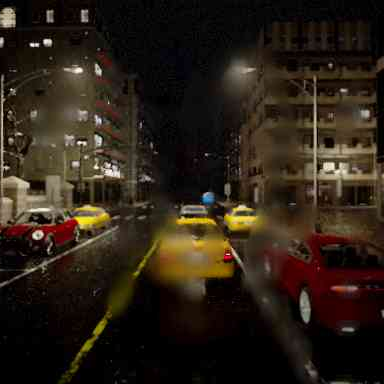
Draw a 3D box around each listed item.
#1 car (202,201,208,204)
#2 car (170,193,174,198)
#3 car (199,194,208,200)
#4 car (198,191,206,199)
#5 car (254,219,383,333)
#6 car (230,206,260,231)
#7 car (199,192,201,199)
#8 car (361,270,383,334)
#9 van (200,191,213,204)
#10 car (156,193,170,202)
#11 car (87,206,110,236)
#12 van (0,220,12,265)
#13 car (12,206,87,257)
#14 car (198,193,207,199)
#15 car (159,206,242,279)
[{"bbox_3d":[0.107,1.491,20.620,1.895,1.301,4.718,0,0,0],"label":"car"},{"bbox_3d":[-5.690,1.031,90.065,1.802,1.307,4.206,1,0,0],"label":"car"},{"bbox_3d":[2.692,1.079,78.666,2.008,1.369,4.403,1,0,0],"label":"car"},{"bbox_3d":[2.694,0.764,90.007,2.192,1.841,5.009,1,0,0],"label":"car"},{"bbox_3d":[2.699,1.509,6.757,1.887,1.381,4.507,1,0,0],"label":"car"},{"bbox_3d":[2.697,1.429,18.161,1.752,1.417,4.829,1,0,0],"label":"car"},{"bbox_3d":[2.693,1.186,61.655,1.887,1.381,4.507,1,0,0],"label":"car"},{"bbox_3d":[2.699,1.538,1.141,1.887,1.381,4.507,1,0,0],"label":"car"},{"bbox_3d":[2.697,1.019,55.982,1.690,1.788,3.998,1,0,0],"label":"van"},{"bbox_3d":[-5.687,1.223,61.710,1.802,1.307,4.206,1,0,0],"label":"car"},{"bbox_3d":[-5.683,1.431,17.837,1.752,1.417,4.829,1,0,0],"label":"car"},{"bbox_3d":[-5.679,1.306,6.778,1.690,1.788,3.998,1,0,0],"label":"van"},{"bbox_3d":[-5.681,1.375,12.392,1.967,1.590,4.097,1,0,0],"label":"car"},{"bbox_3d":[2.691,1.040,84.337,2.008,1.369,4.403,1,0,0],"label":"car"},{"bbox_3d":[0.100,1.404,9.782,1.801,1.575,5.366,0,0,0],"label":"car"}]
